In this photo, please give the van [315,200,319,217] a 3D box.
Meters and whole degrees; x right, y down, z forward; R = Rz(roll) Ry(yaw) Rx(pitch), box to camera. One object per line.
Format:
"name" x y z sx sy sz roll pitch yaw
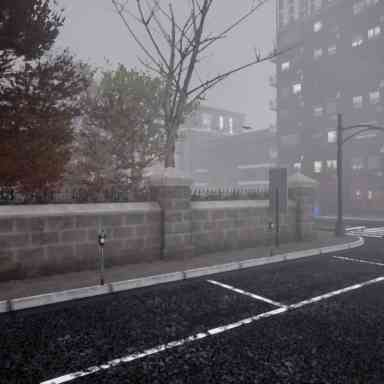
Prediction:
"van" 10.421 1.646 32.627 1.690 1.788 3.998 -1 0 -36
